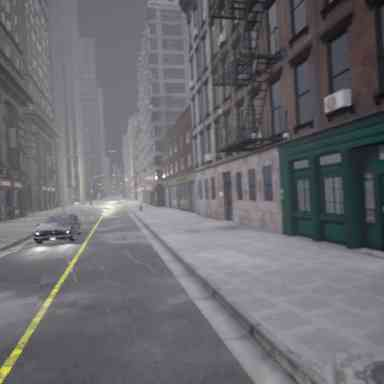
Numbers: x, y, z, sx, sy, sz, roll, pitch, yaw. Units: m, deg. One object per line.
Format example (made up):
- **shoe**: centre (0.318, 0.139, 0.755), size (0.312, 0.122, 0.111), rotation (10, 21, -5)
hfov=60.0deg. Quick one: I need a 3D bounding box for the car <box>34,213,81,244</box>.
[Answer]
- **car**: centre (-7.318, 1.905, 18.609), size (2.033, 1.411, 5.357), rotation (-3, 0, -13)
